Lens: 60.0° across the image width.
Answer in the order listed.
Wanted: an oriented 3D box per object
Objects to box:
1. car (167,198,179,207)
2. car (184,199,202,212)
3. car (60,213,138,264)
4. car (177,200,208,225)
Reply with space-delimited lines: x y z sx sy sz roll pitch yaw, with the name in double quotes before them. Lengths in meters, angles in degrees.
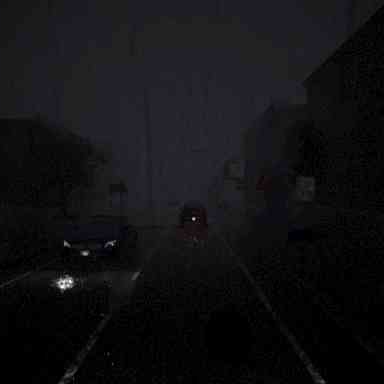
"car" -3.039 1.725 54.967 1.994 1.385 4.181 0 0 0
"car" 0.116 1.678 41.776 2.033 1.411 5.357 0 0 0
"car" -3.090 1.523 11.954 1.812 1.442 4.674 0 0 0
"car" 0.108 1.559 24.554 1.837 1.490 4.892 0 -1 0
